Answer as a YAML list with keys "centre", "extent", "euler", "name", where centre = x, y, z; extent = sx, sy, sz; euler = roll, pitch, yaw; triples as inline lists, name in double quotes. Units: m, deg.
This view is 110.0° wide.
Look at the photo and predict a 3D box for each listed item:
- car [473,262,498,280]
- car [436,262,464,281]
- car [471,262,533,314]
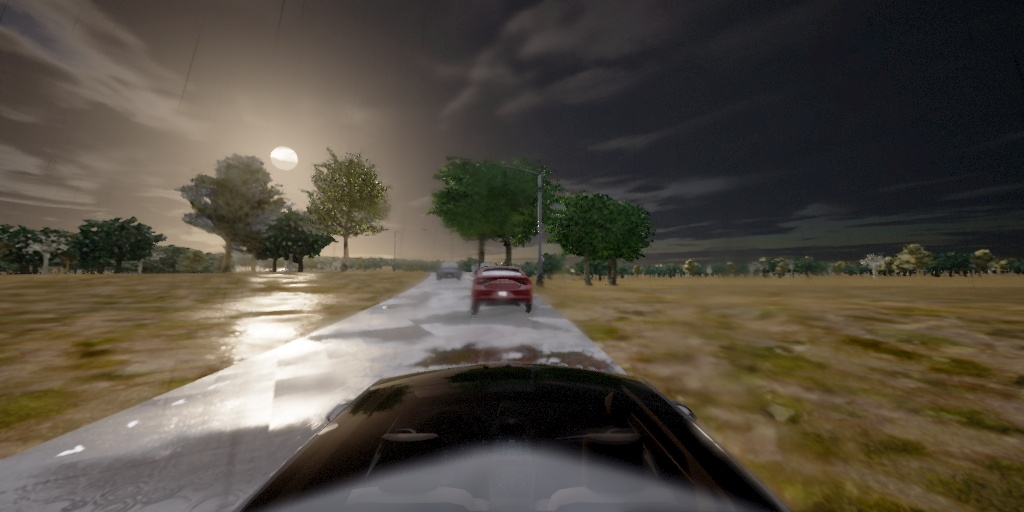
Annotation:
- centre: [-2.511, 1.272, 32.546]
  extent: [1.837, 1.490, 4.892]
  euler: [0, 0, -9]
  name: "car"
- centre: [-5.106, 1.255, 29.571]
  extent: [1.837, 1.490, 4.892]
  euler: [0, 0, -8]
  name: "car"
- centre: [-0.406, 1.127, 12.676]
  extent: [1.882, 1.535, 5.008]
  euler: [0, -4, -4]
  name: "car"
